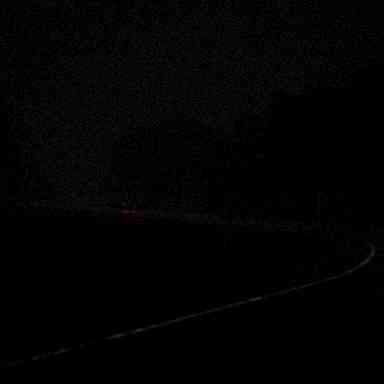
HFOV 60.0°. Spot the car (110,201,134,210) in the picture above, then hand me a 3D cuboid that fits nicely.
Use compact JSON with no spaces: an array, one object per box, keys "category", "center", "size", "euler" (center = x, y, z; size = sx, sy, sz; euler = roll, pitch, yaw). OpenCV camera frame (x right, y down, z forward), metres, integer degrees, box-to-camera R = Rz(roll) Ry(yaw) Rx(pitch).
[{"category":"car","center":[-10.853,2.184,52.923],"size":[1.812,1.442,4.674],"euler":[2,-2,-34]}]

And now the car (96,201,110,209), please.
[{"category":"car","center":[-15.868,2.280,60.154],"size":[1.882,1.535,5.008],"euler":[2,-2,-34]}]
